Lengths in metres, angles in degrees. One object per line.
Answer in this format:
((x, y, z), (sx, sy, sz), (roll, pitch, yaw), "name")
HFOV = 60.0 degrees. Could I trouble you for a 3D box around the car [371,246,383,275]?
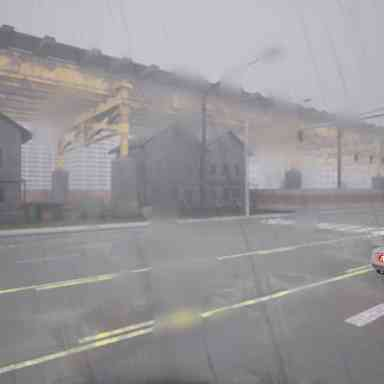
((6.668, 1.574, 8.538), (4.718, 1.301, 1.895), (0, 0, -35), "car")
